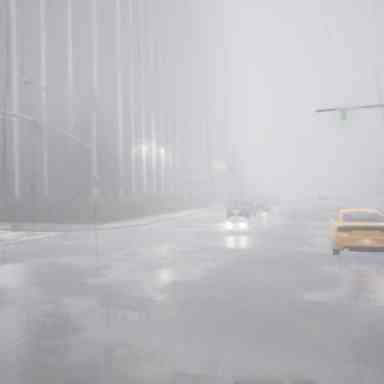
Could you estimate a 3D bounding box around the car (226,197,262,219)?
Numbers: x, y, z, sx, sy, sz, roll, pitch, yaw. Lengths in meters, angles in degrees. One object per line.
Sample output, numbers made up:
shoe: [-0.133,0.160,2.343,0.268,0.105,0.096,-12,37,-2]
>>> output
car: [4.196,1.381,27.842,2.128,1.511,4.902,-1,0,20]

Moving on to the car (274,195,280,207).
car: [11.101,1.242,46.343,1.837,1.490,4.892,-1,0,20]

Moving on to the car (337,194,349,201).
car: [27.780,1.002,61.254,1.895,1.301,4.718,-1,0,20]

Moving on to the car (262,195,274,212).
car: [7.491,1.295,36.728,1.882,1.535,5.008,-1,0,21]

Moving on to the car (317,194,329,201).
car: [25.154,1.011,63.962,1.994,1.385,4.181,-1,0,20]

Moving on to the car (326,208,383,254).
car: [6.210,1.345,12.513,1.882,1.535,5.008,-1,0,20]
